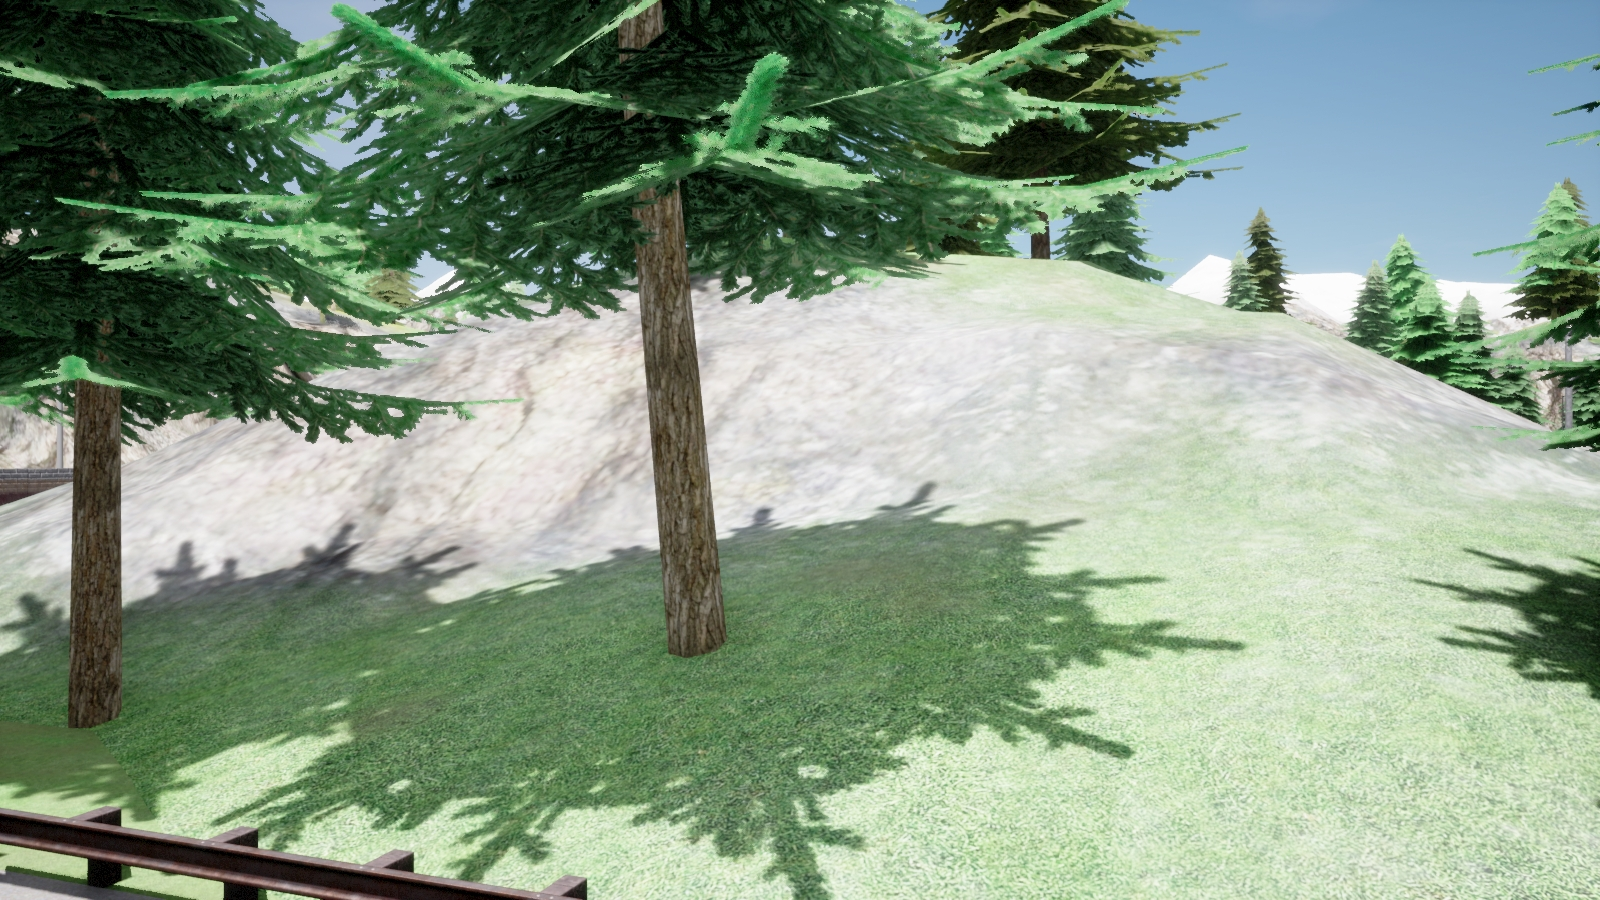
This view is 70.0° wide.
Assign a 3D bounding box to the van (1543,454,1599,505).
[{"bbox_3d":[41.536,1.520,60.872,1.988,2.561,5.915,0,0,20],"label":"van"}]
